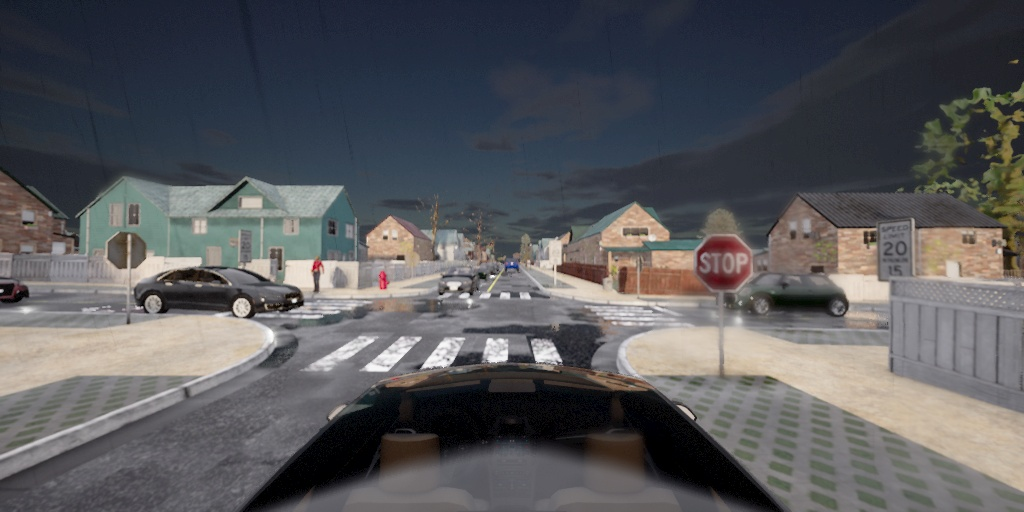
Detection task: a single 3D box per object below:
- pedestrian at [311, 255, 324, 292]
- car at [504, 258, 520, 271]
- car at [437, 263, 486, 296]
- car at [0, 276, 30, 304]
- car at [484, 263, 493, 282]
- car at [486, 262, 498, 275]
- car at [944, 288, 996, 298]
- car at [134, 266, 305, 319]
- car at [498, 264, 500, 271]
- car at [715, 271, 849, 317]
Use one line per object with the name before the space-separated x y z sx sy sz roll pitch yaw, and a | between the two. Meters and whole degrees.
pedestrian | -9.663 0.857 17.741 0.375 1.860 0.375 0 -2 0
car | -0.017 1.335 56.241 2.150 2.045 5.566 0 -1 0
car | -2.884 1.342 20.162 2.128 1.511 4.902 0 0 0
car | -19.007 0.949 11.850 4.181 1.385 1.994 1 -1 -1
car | -2.909 1.519 30.791 1.895 1.301 4.718 0 0 0
car | -2.933 1.510 42.475 1.837 1.490 4.892 0 -1 0
car | 19.978 1.885 14.872 4.181 1.385 1.994 1 -1 0
car | -9.190 1.100 11.423 4.892 1.490 1.837 1 -1 6
car | -2.918 1.593 54.580 2.128 1.511 4.902 0 -1 0
car | 10.980 1.469 14.833 4.553 1.767 2.097 1 -1 -1
